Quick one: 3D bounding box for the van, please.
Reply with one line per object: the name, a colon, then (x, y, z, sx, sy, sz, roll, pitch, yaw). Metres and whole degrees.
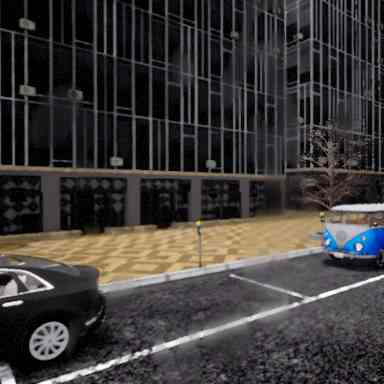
van: (5.945, 1.285, 10.825, 3.998, 1.788, 1.690, 0, 0, -36)

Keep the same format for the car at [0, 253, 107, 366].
car: (-3.309, 1.555, 4.195, 4.403, 1.369, 2.008, 0, 0, -36)
